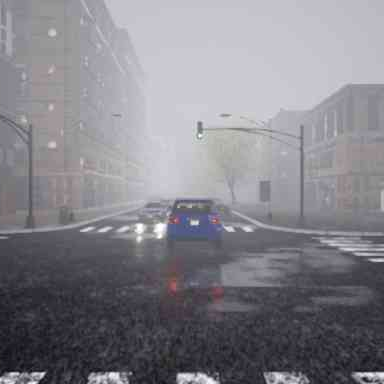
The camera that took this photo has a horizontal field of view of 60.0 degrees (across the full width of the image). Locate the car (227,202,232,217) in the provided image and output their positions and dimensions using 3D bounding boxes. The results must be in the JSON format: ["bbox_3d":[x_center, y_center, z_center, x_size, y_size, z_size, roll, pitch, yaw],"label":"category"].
[{"bbox_3d":[2.689,1.566,30.920,2.008,1.369,4.403,0,0,0],"label":"car"}]

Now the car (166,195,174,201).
[{"bbox_3d":[-5.695,1.648,87.720,1.752,1.417,4.829,0,0,0],"label":"car"}]

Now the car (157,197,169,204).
[{"bbox_3d":[-5.693,1.634,65.103,1.947,1.339,4.313,0,0,0],"label":"car"}]

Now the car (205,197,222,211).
[{"bbox_3d":[2.688,1.469,42.314,1.967,1.590,4.097,0,0,0],"label":"car"}]

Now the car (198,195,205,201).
[{"bbox_3d":[2.686,1.689,93.585,2.008,1.369,4.403,0,0,0],"label":"car"}]

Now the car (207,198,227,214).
[{"bbox_3d":[2.688,1.462,36.618,1.967,1.590,4.097,0,0,0],"label":"car"}]

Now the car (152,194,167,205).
[{"bbox_3d":[-5.694,1.371,59.406,2.192,1.841,5.009,0,0,0],"label":"car"}]

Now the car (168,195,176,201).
[{"bbox_3d":[-5.695,1.683,93.587,1.887,1.381,4.507,0,0,0],"label":"car"}]

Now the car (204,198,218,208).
[{"bbox_3d":[2.688,1.619,48.011,1.802,1.307,4.206,0,0,0],"label":"car"}]

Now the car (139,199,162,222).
[{"bbox_3d":[-3.067,1.536,26.526,1.812,1.442,4.674,0,0,-1],"label":"car"}]

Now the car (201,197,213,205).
[{"bbox_3d":[2.687,1.607,59.404,2.008,1.369,4.403,0,0,0],"label":"car"}]

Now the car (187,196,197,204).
[{"bbox_3d":[-0.002,1.543,68.110,2.128,1.511,4.902,0,0,0],"label":"car"}]

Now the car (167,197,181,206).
[{"bbox_3d":[-3.026,1.543,56.408,2.128,1.511,4.902,0,0,0],"label":"car"}]

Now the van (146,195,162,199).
[{"bbox_3d":[-5.693,1.378,48.012,1.690,1.788,3.998,0,0,0],"label":"van"}]

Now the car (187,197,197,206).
[{"bbox_3d":[-0.001,1.579,58.103,1.812,1.442,4.674,0,0,0],"label":"car"}]

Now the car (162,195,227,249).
[{"bbox_3d":[0.099,1.222,14.765,2.150,2.045,5.566,0,0,0],"label":"car"}]

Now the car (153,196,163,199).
[{"bbox_3d":[-3.087,1.529,38.101,1.837,1.490,4.892,0,0,0],"label":"car"}]

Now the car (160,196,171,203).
[{"bbox_3d":[-5.694,1.632,70.799,2.008,1.369,4.403,0,0,0],"label":"car"}]

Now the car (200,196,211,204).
[{"bbox_3d":[2.687,1.508,65.101,1.967,1.590,4.097,0,0,0],"label":"car"}]
